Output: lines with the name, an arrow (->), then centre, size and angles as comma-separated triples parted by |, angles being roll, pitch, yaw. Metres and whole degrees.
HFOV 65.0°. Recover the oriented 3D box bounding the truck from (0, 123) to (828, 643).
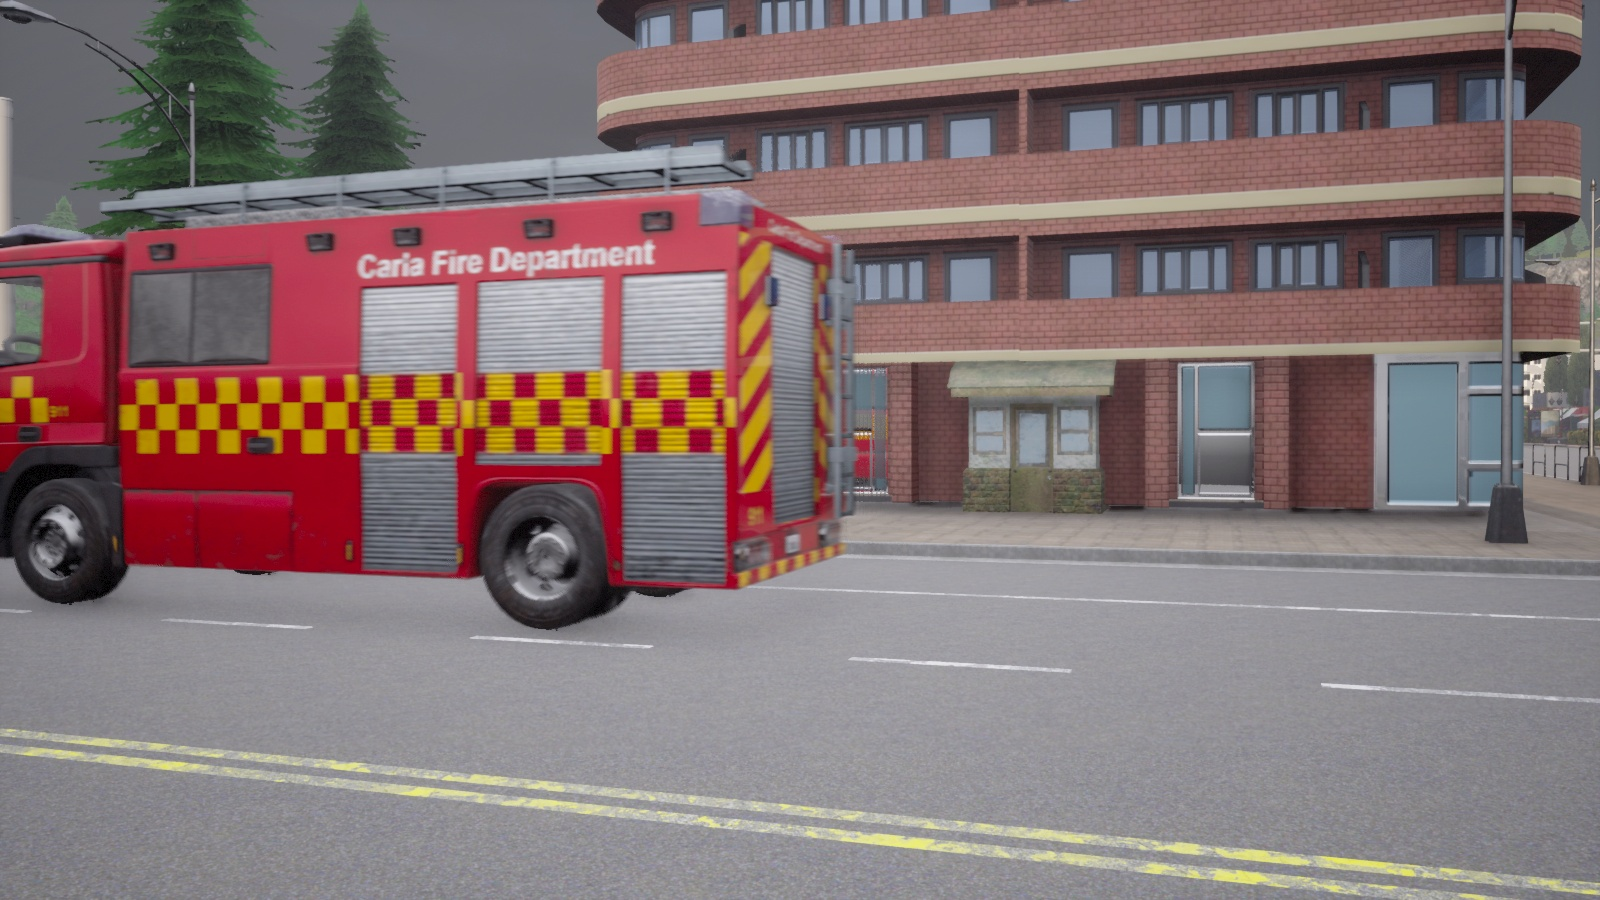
truck -> -4.214, -0.546, 11.976 | 8.468, 3.827, 2.891 | 1, 1, 19
